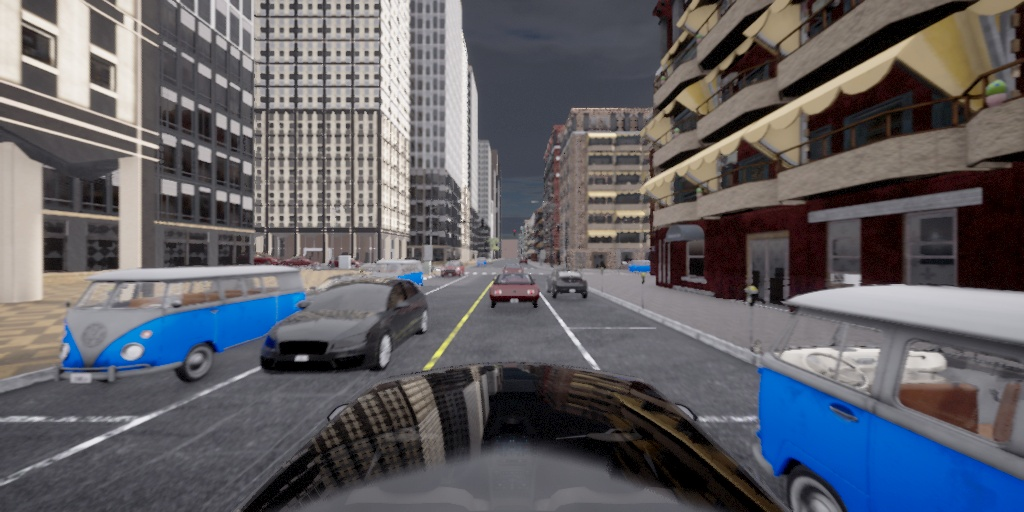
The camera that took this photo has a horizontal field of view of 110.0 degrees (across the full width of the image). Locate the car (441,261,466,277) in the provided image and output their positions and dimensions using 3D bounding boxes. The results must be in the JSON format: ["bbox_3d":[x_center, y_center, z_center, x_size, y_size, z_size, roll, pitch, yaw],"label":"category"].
[{"bbox_3d":[-5.704,1.206,35.076,1.967,1.591,4.097,0,0,0],"label":"car"}]

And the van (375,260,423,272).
[{"bbox_3d":[-5.697,1.097,18.131,1.690,1.789,3.998,0,0,0],"label":"van"}]

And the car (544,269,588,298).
[{"bbox_3d":[2.684,1.307,18.133,2.007,1.370,4.403,0,0,0],"label":"car"}]

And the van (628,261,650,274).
[{"bbox_3d":[16.895,1.477,45.801,3.998,1.789,1.690,0,0,0],"label":"van"}]

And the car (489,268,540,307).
[{"bbox_3d":[0.093,1.356,15.348,1.895,1.301,4.718,0,0,0],"label":"car"}]

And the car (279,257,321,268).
[{"bbox_3d":[-26.739,0.876,45.823,4.207,1.307,1.802,0,0,0],"label":"car"}]

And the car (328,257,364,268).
[{"bbox_3d":[-21.164,0.842,45.838,4.097,1.591,1.967,0,0,0],"label":"car"}]

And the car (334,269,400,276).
[{"bbox_3d":[-5.695,1.304,12.482,2.007,1.370,4.403,0,0,0],"label":"car"}]

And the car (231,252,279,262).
[{"bbox_3d":[-32.313,0.502,45.809,5.009,1.841,2.192,0,0,0],"label":"car"}]

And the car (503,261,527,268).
[{"bbox_3d":[0.089,1.366,32.921,1.895,1.301,4.718,0,0,0],"label":"car"}]

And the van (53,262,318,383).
[{"bbox_3d":[-5.693,1.092,6.834,1.690,1.789,3.998,0,0,0],"label":"van"}]

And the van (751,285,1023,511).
[{"bbox_3d":[2.690,1.091,1.188,1.690,1.789,3.998,0,0,0],"label":"van"}]

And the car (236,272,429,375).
[{"bbox_3d":[-3.104,1.257,7.716,1.837,1.490,4.892,0,0,0],"label":"car"}]
